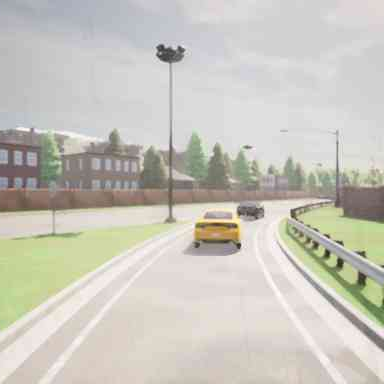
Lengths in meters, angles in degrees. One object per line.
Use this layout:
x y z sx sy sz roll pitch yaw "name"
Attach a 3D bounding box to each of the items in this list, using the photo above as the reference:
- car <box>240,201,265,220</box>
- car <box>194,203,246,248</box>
5.042 1.503 28.534 1.837 1.490 4.892 0 0 22 "car"
1.302 1.477 14.890 1.882 1.535 5.008 0 0 10 "car"
